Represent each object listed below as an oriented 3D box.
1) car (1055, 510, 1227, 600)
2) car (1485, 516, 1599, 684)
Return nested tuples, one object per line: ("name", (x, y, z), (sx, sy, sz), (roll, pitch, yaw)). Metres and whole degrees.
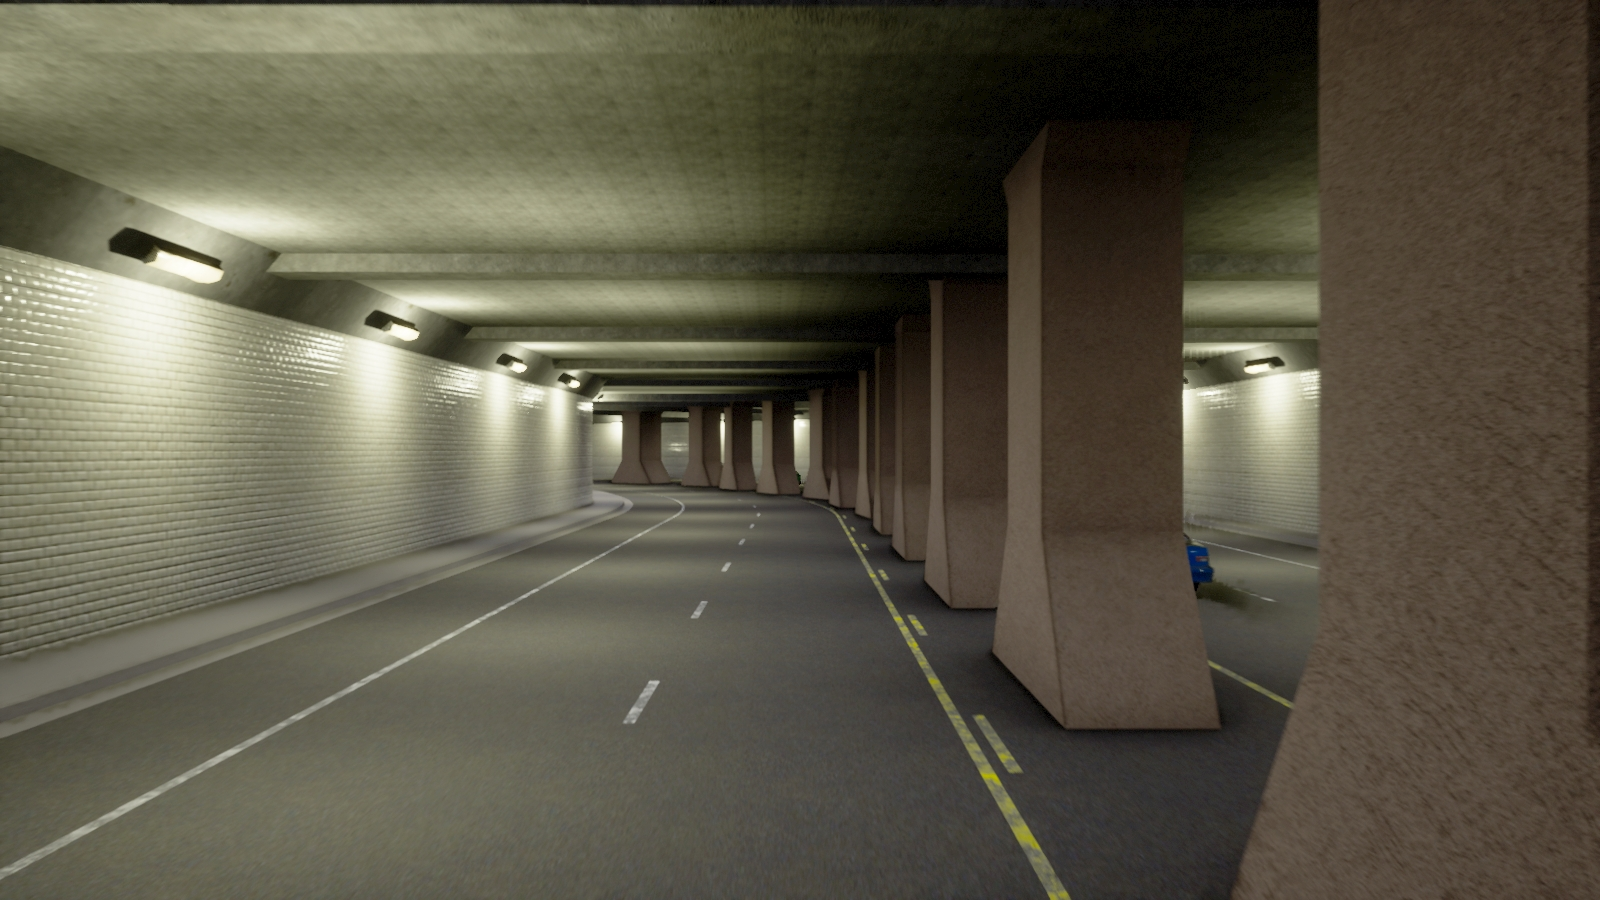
("car", (6.993, 2.106, 24.095), (2.033, 1.411, 5.357), (0, 0, 0))
("car", (10.495, 1.857, 13.974), (1.905, 1.878, 3.866), (0, 0, 0))
